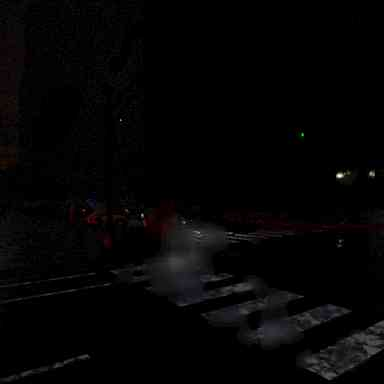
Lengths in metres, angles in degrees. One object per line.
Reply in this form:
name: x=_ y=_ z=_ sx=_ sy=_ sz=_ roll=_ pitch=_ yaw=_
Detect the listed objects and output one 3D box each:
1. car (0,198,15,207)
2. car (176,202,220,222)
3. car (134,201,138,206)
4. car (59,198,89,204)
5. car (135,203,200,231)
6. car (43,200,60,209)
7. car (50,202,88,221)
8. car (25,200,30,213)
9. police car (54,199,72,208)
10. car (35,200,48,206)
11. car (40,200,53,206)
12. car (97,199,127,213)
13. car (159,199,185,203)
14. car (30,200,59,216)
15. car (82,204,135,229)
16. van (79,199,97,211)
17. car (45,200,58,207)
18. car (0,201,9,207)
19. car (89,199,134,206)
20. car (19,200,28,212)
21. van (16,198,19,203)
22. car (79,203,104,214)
car: x=-41.268 y=2.668 z=73.684 sx=1.887 sy=1.381 sz=4.507 roll=-1 pitch=0 yaw=-35
car: x=0.622 y=1.830 z=29.487 sx=1.887 sy=1.381 sz=4.507 roll=-1 pitch=0 yaw=-35
car: x=-5.264 y=2.006 z=37.786 sx=1.802 sy=1.307 sz=4.206 roll=-1 pitch=0 yaw=-35
car: x=-13.723 y=1.756 z=39.576 sx=2.150 sy=2.045 sz=5.566 roll=0 pitch=-1 yaw=-35
car: x=-1.807 y=1.760 z=22.839 sx=1.837 sy=1.490 sz=4.892 roll=0 pitch=-1 yaw=-35
car: x=-26.979 y=2.386 z=63.722 sx=1.837 sy=1.490 sz=4.892 roll=0 pitch=-2 yaw=-35
car: x=-11.996 y=2.005 z=32.518 sx=2.008 sy=1.369 sz=4.403 roll=-1 pitch=0 yaw=-35
car: x=-20.491 y=2.197 z=44.463 sx=1.887 sy=1.381 sz=4.507 roll=-1 pitch=0 yaw=-35
police car: x=-25.432 y=2.309 z=65.456 sx=1.930 sy=1.638 sz=5.238 roll=0 pitch=-1 yaw=-35
car: x=-37.740 y=2.712 z=83.434 sx=2.008 sy=1.369 sz=4.403 roll=-1 pitch=0 yaw=-35
car: x=-34.725 y=2.663 z=79.195 sx=1.947 sy=1.339 sz=4.313 roll=-1 pitch=0 yaw=-35
car: x=-11.156 y=1.877 z=46.084 sx=2.192 sy=1.841 sz=5.009 roll=-1 pitch=0 yaw=-35
car: x=-2.326 y=1.670 z=33.637 sx=2.192 sy=1.841 sz=5.009 roll=-1 pitch=0 yaw=-35
car: x=-17.664 y=1.902 z=40.482 sx=2.192 sy=1.841 sz=5.009 roll=-1 pitch=0 yaw=-35
car: x=-6.236 y=1.844 z=24.416 sx=1.752 sy=1.417 sz=4.829 roll=-1 pitch=0 yaw=-35
van: x=-17.042 y=2.039 z=54.383 sx=1.690 sy=1.788 sz=3.998 roll=-1 pitch=0 yaw=-35
car: x=-31.710 y=2.597 z=74.955 sx=1.947 sy=1.339 sz=4.313 roll=-1 pitch=0 yaw=-35
car: x=-44.383 y=2.773 z=78.066 sx=1.802 sy=1.307 sz=4.206 roll=-1 pitch=0 yaw=-35
car: x=-7.564 y=1.742 z=30.900 sx=2.097 sy=1.767 sz=4.553 roll=0 pitch=-1 yaw=-35
car: x=-23.324 y=2.158 z=48.445 sx=1.967 sy=1.590 sz=4.097 roll=-1 pitch=0 yaw=-35
van: x=-26.157 y=2.124 z=52.427 sx=1.690 sy=1.788 sz=3.998 roll=-1 pitch=0 yaw=-35
car: x=-13.633 y=2.180 z=44.956 sx=1.895 sy=1.301 sz=4.718 roll=0 pitch=-1 yaw=-35
